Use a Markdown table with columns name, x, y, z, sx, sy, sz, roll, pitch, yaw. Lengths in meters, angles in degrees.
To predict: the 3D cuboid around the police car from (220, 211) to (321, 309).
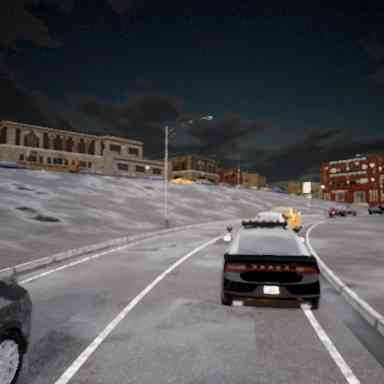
| name | x | y | z | sx | sy | sz | roll | pitch | yaw |
| --- | --- | --- | --- | --- | --- | --- | --- | --- | --- |
| police car | 1.793 | 1.506 | 8.262 | 1.930 | 1.638 | 5.238 | -1 | -1 | 10 |

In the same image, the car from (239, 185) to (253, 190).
| name | x | y | z | sx | sy | sz | roll | pitch | yaw |
| --- | --- | --- | --- | --- | --- | --- | --- | --- | --- |
| car | 10.221 | -0.683 | 70.741 | 2.002 | 1.452 | 4.674 | -4 | -6 | 43 |

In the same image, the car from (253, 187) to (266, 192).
| name | x | y | z | sx | sy | sz | roll | pitch | yaw |
| --- | --- | --- | --- | --- | --- | --- | --- | --- | --- |
| car | 13.880 | -0.406 | 74.733 | 2.231 | 1.521 | 4.892 | -4 | -6 | 42 |

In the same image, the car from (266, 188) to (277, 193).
| name | x | y | z | sx | sy | sz | roll | pitch | yaw |
| --- | --- | --- | --- | --- | --- | --- | --- | --- | --- |
| car | 17.589 | -0.179 | 78.972 | 2.185 | 1.767 | 4.553 | -4 | -6 | 41 |

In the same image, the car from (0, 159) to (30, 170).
| name | x | y | z | sx | sy | sz | roll | pitch | yaw |
| --- | --- | --- | --- | --- | --- | --- | --- | --- | --- |
| car | -22.400 | -3.103 | 40.871 | 4.553 | 1.767 | 2.185 | 3 | -5 | -40 |

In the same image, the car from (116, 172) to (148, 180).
| name | x | y | z | sx | sy | sz | roll | pitch | yaw |
| --- | --- | --- | --- | --- | --- | --- | --- | --- | --- |
| car | -9.845 | -2.234 | 51.482 | 4.892 | 1.521 | 2.231 | 4 | -6 | -40 |

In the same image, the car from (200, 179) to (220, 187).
| name | x | y | z | sx | sy | sz | roll | pitch | yaw |
| --- | --- | --- | --- | --- | --- | --- | --- | --- | --- |
| car | 2.376 | -1.480 | 62.719 | 4.553 | 1.767 | 2.185 | 4 | -6 | -44 |

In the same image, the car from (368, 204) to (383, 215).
| name | x | y | z | sx | sy | sz | roll | pitch | yaw |
| --- | --- | --- | --- | --- | --- | --- | --- | --- | --- |
| car | 27.597 | 2.573 | 48.806 | 4.902 | 1.511 | 2.128 | 2 | -5 | -39 |

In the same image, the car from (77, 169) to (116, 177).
| name | x | y | z | sx | sy | sz | roll | pitch | yaw |
| --- | --- | --- | --- | --- | --- | --- | --- | --- | --- |
| car | -14.051 | -2.492 | 47.917 | 4.892 | 1.521 | 2.231 | 3 | -5 | -40 |

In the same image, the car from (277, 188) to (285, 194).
| name | x | y | z | sx | sy | sz | roll | pitch | yaw |
| --- | --- | --- | --- | --- | --- | --- | --- | --- | --- |
| car | 21.203 | 0.074 | 83.257 | 2.435 | 2.045 | 5.566 | -4 | -6 | 40 |

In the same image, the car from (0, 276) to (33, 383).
| name | x | y | z | sx | sy | sz | roll | pitch | yaw |
| --- | --- | --- | --- | --- | --- | --- | --- | --- | --- |
| car | -3.089 | 1.531 | 2.397 | 1.837 | 1.490 | 4.892 | -1 | -1 | 4 |

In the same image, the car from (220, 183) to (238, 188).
| name | x | y | z | sx | sy | sz | roll | pitch | yaw |
| --- | --- | --- | --- | --- | --- | --- | --- | --- | --- |
| car | 6.410 | -1.006 | 66.762 | 2.163 | 1.488 | 4.792 | -4 | -6 | 45 |

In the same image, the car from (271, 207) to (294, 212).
| name | x | y | z | sx | sy | sz | roll | pitch | yaw |
| --- | --- | --- | --- | --- | --- | --- | --- | --- | --- |
| car | 4.136 | 1.745 | 17.400 | 1.812 | 1.442 | 4.674 | -1 | -1 | 19 |

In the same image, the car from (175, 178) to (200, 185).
| name | x | y | z | sx | sy | sz | roll | pitch | yaw |
| --- | --- | --- | --- | --- | --- | --- | --- | --- | --- |
| car | -1.605 | -1.656 | 58.892 | 5.008 | 1.535 | 2.097 | 4 | -6 | -42 |

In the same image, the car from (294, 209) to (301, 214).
| name | x | y | z | sx | sy | sz | roll | pitch | yaw |
| --- | --- | --- | --- | --- | --- | --- | --- | --- | --- |
| car | 6.280 | 1.800 | 22.712 | 1.882 | 1.535 | 5.008 | -2 | -2 | 25 |

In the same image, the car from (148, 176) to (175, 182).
| name | x | y | z | sx | sy | sz | roll | pitch | yaw |
| --- | --- | --- | --- | --- | --- | --- | --- | --- | --- |
| car | -5.685 | -1.911 | 55.140 | 4.674 | 1.452 | 2.002 | 4 | -6 | -41 |

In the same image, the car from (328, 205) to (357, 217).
| name | x | y | z | sx | sy | sz | roll | pitch | yaw |
| --- | --- | --- | --- | --- | --- | --- | --- | --- | --- |
| car | 18.571 | 2.336 | 41.090 | 4.674 | 1.442 | 1.812 | 1 | -4 | -41 |
